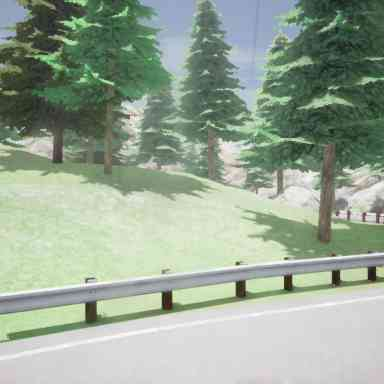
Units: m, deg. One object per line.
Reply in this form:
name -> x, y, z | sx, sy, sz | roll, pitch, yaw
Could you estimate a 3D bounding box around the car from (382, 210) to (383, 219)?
car -> 16.073, 1.367, 23.645 | 2.097, 1.767, 4.553 | 0, 0, -20
